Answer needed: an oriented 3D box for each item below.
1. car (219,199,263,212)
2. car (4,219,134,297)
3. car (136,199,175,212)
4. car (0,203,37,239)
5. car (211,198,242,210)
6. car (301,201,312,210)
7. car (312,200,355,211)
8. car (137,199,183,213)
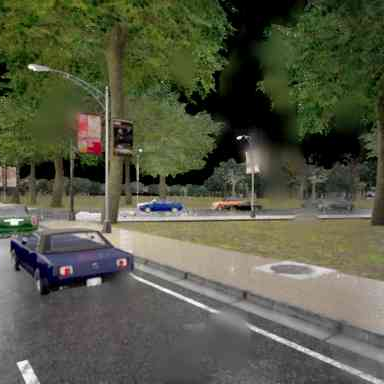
[{"bbox_3d":[6.177,1.792,40.901,4.718,1.301,1.895,0,0,-14],"label":"car"},{"bbox_3d":[-3.413,1.601,8.759,1.895,1.301,4.718,0,0,-38],"label":"car"},{"bbox_3d":[-4.556,1.659,41.545,4.674,1.442,1.812,0,0,-16],"label":"car"},{"bbox_3d":[-8.889,1.352,15.919,2.097,1.767,4.553,0,0,-37],"label":"car"},{"bbox_3d":[4.764,1.539,43.897,4.553,1.767,2.097,0,0,-14],"label":"car"},{"bbox_3d":[17.560,1.832,47.100,4.181,1.385,1.994,0,0,-14],"label":"car"},{"bbox_3d":[19.123,1.766,44.140,4.902,1.511,2.128,0,0,-14],"label":"car"},{"bbox_3d":[-3.590,1.612,38.445,5.008,1.535,1.882,0,0,-13],"label":"car"}]
